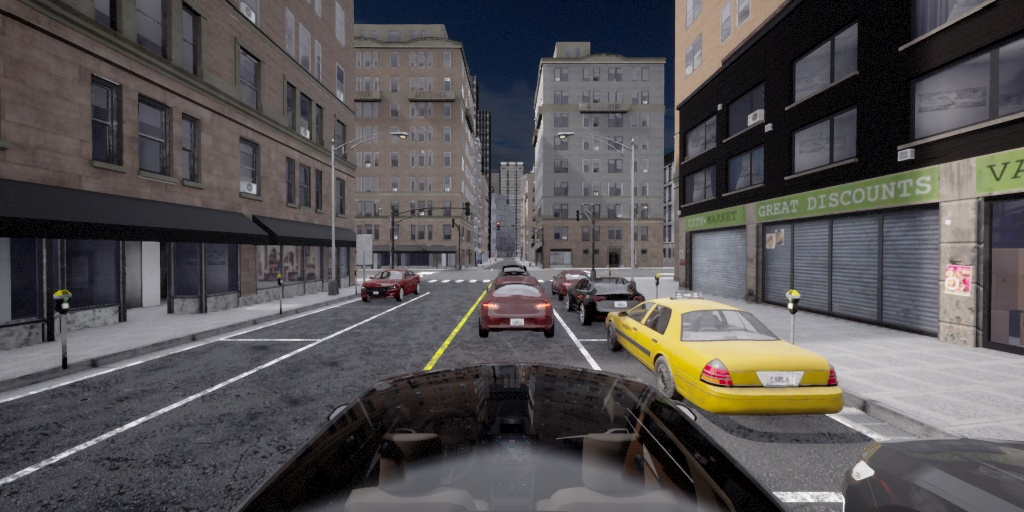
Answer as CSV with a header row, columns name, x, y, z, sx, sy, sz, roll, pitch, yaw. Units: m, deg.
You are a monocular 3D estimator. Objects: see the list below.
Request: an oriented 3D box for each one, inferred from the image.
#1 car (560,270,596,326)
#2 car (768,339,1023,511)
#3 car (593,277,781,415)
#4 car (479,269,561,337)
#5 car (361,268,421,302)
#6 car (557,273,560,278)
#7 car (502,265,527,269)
name,x,y,z,sx,sy,sz,roll,pitch,yaw
car,2.885,1.313,11.563,1.948,1.339,4.313,0,0,0
car,2.872,1.301,0.391,2.007,1.370,4.403,0,0,0
car,2.879,1.274,6.147,1.751,1.417,4.829,0,0,0
car,0.103,1.273,10.128,1.812,1.442,4.674,0,0,0
car,-5.653,1.290,17.156,1.888,1.381,4.507,0,0,0
car,2.892,1.327,17.149,1.802,1.307,4.207,0,0,0
car,0.119,1.249,20.407,1.837,1.490,4.892,0,0,0
